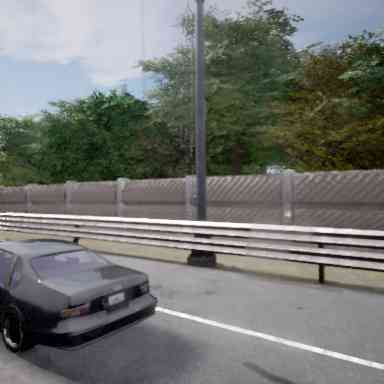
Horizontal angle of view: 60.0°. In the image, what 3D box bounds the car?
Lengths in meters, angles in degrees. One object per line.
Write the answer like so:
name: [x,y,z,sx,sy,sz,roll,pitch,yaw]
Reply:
car: [-3.126,1.603,6.222,5.357,1.411,2.033,-1,0,35]
